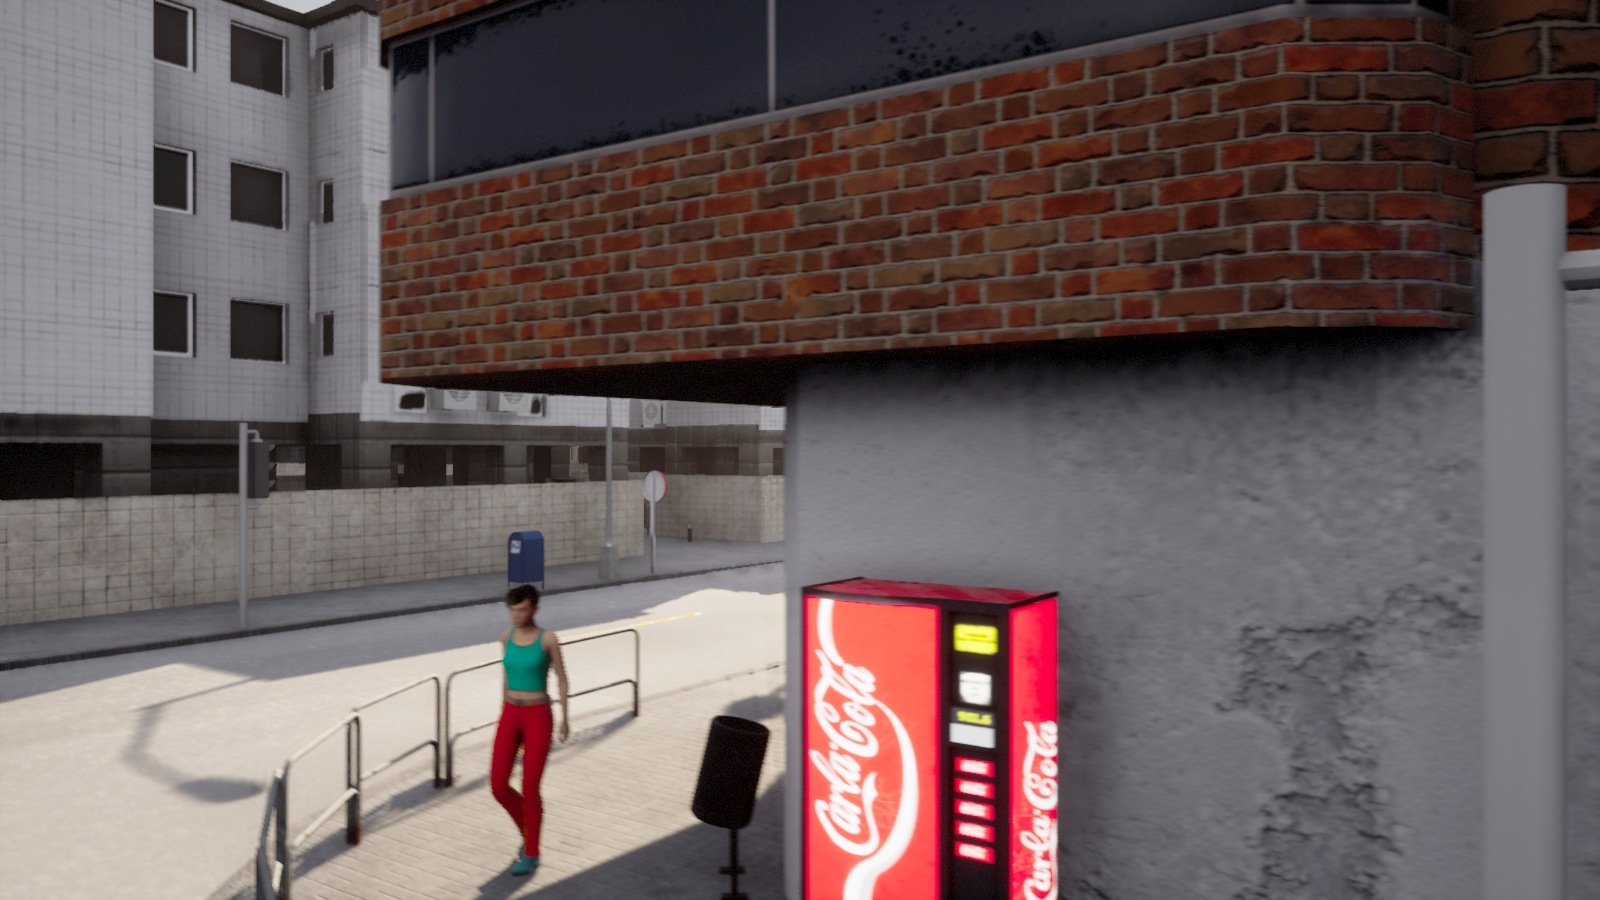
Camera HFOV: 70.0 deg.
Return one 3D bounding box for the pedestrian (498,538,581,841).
[{"bbox_3d":[-1.682,1.519,7.392,0.375,1.860,0.375,0,0,19],"label":"pedestrian"}]
